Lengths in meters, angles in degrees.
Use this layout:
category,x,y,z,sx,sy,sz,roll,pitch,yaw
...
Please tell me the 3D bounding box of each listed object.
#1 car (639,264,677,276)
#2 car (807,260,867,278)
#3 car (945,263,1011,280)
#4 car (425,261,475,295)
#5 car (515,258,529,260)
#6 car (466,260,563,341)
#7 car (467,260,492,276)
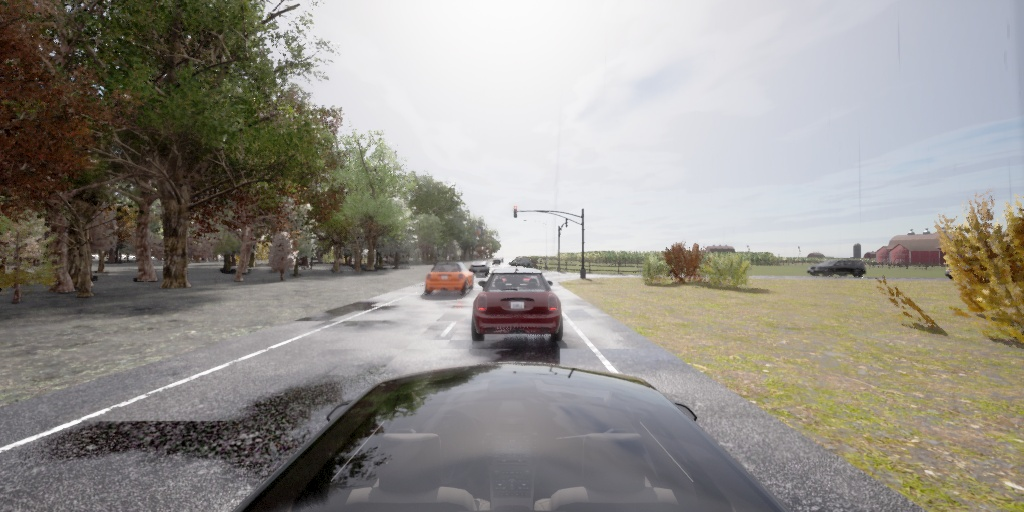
category,x,y,z,sx,sy,sz,roll,pitch,yaw
car,16.898,1.555,41.466,4.181,1.385,1.994,1,-1,2
car,37.367,1.435,41.285,5.566,2.045,2.150,1,-1,0
car,48.571,1.768,37.579,4.902,1.511,2.128,1,-1,1
car,-3.367,1.107,20.074,2.097,1.767,4.553,0,0,0
car,1.098,1.106,50.160,2.097,1.767,4.553,0,0,-23
car,0.110,1.104,10.017,2.097,1.767,4.553,0,0,0
car,-3.337,1.249,37.837,2.128,1.511,4.902,0,0,0
